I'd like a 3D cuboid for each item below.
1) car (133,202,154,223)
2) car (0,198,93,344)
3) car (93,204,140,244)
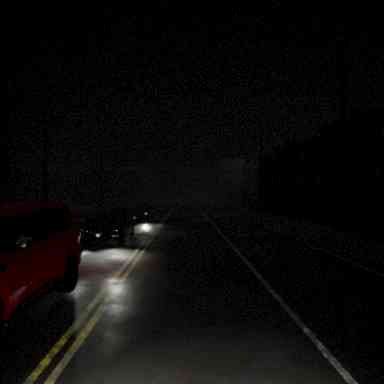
[{"bbox_3d":[-4.096,1.559,26.327,1.812,1.442,4.674,0,0,-1],"label":"car"},{"bbox_3d":[-3.700,1.242,5.935,2.150,2.045,5.566,0,0,-1],"label":"car"},{"bbox_3d":[-3.901,1.532,16.038,1.837,1.490,4.892,0,0,-1],"label":"car"}]
